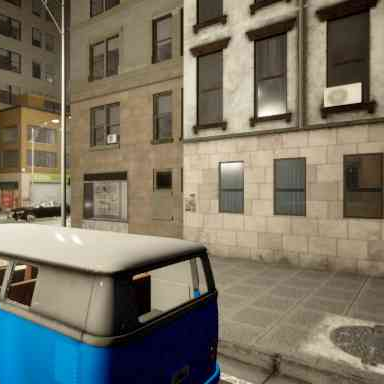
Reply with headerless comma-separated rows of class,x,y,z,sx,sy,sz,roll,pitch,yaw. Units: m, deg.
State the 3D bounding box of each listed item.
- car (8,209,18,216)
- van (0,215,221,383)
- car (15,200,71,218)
car,-6.154,1.315,7.055,5.009,1.841,2.192,0,0,35
van,-1.618,1.341,3.925,3.998,1.788,1.690,0,0,35
car,-11.447,1.418,25.574,2.128,1.511,4.902,0,0,35
